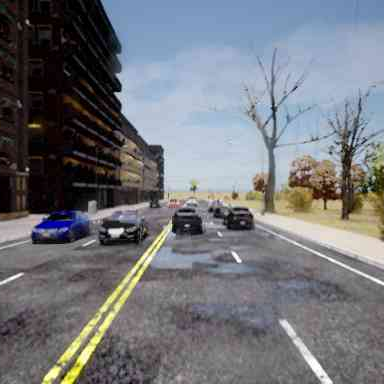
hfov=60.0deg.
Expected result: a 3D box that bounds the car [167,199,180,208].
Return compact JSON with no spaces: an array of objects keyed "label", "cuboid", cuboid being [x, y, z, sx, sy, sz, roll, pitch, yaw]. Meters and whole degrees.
[{"label":"car","cuboid":[-3.314,1.985,60.121,2.097,1.767,4.553,0,-1,0]}]

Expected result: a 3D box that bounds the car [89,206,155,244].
[{"label":"car","cuboid":[-3.350,1.672,16.999,2.128,1.511,4.902,0,-1,0]}]

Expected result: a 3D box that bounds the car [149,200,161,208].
[{"label":"car","cuboid":[-6.567,2.131,59.614,1.837,1.490,4.892,0,0,0]}]

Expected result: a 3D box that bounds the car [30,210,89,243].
[{"label":"car","cuboid":[-6.600,1.710,17.386,1.812,1.442,4.674,0,-1,0]}]

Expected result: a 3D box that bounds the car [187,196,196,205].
[{"label":"car","cuboid":[-0.002,2.086,82.228,2.150,2.045,5.566,0,-1,0]}]

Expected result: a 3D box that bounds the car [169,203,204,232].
[{"label":"car","cuboid":[-0.287,1.739,21.874,1.837,1.490,4.892,0,0,0]}]

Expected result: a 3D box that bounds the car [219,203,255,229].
[{"label":"car","cuboid":[3.250,1.756,23.741,1.837,1.490,4.892,0,-1,0]}]

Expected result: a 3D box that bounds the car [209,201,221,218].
[{"label":"car","cuboid":[3.249,1.859,34.742,2.128,1.511,4.902,0,-1,0]}]

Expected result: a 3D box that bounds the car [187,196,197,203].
[{"label":"car","cuboid":[-0.002,1.978,71.622,2.150,2.045,5.566,0,-1,0]}]
